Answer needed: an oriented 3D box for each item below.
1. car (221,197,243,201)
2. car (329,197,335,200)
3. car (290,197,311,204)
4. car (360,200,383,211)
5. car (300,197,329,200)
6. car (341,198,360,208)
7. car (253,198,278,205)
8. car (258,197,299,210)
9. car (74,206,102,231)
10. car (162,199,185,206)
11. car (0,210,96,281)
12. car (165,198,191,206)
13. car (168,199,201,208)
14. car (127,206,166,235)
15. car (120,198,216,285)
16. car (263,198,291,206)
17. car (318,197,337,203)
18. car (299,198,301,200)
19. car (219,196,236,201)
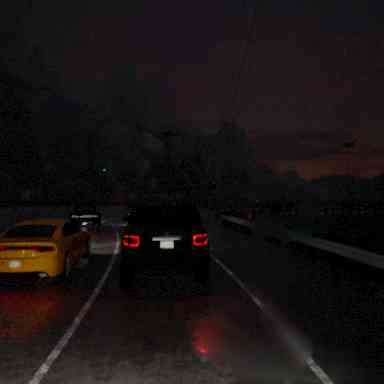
[{"bbox_3d":[8.049,2.013,61.232,4.181,1.385,1.994,0,0,-20],"label":"car"},{"bbox_3d":[32.484,2.161,78.874,4.718,1.301,1.895,0,0,-30],"label":"car"},{"bbox_3d":[25.829,2.049,79.132,5.008,1.535,1.882,0,0,-26],"label":"car"},{"bbox_3d":[25.726,1.826,45.069,4.892,1.490,1.837,0,0,-20],"label":"car"},{"bbox_3d":[24.731,2.037,67.181,4.181,1.385,1.994,0,0,-20],"label":"car"},{"bbox_3d":[27.673,1.971,56.993,4.181,1.385,1.994,0,0,-21],"label":"car"},{"bbox_3d":[16.673,2.089,75.392,5.357,1.411,2.033,0,0,-20],"label":"car"},{"bbox_3d":[12.426,1.698,47.729,4.553,1.767,2.097,0,0,-20],"label":"car"},{"bbox_3d":[-6.946,1.657,21.721,2.128,1.511,4.902,0,0,-16],"label":"car"},{"bbox_3d":[-3.564,2.043,64.494,4.181,1.385,1.994,0,0,-20],"label":"car"},{"bbox_3d":[-4.425,1.556,10.202,1.882,1.535,5.008,0,0,-7],"label":"car"},{"bbox_3d":[-2.838,1.985,68.390,5.008,1.535,1.882,0,0,-20],"label":"car"},{"bbox_3d":[-1.286,1.976,57.892,5.357,1.411,2.033,0,0,-20],"label":"car"},{"bbox_3d":[-3.053,1.708,21.369,2.033,1.411,5.357,0,0,-13],"label":"car"},{"bbox_3d":[-0.889,1.293,9.974,2.150,2.045,5.566,0,-1,-7],"label":"car"},{"bbox_3d":[16.317,1.944,64.156,5.008,1.535,1.882,0,0,-19],"label":"car"},{"bbox_3d":[34.438,2.058,84.445,5.008,1.535,1.882,0,-1,-34],"label":"car"},{"bbox_3d":[23.402,2.131,74.170,4.718,1.301,1.895,0,0,-22],"label":"car"},{"bbox_3d":[6.339,2.047,67.973,5.357,1.411,2.033,0,0,-19],"label":"car"}]
